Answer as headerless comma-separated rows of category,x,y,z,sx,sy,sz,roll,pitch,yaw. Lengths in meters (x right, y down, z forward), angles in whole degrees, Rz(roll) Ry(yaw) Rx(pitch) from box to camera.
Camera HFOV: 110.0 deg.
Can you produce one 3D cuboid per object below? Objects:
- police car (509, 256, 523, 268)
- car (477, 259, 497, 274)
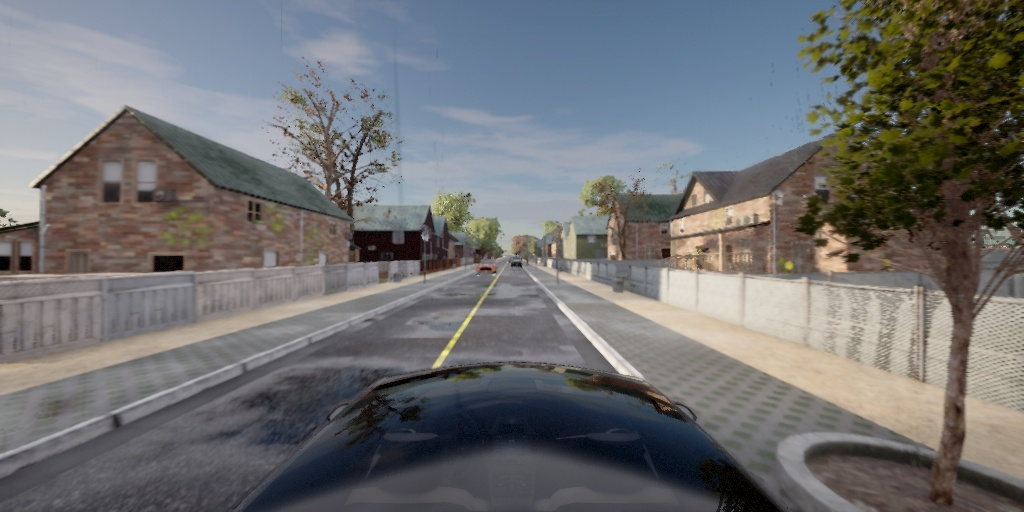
police car,0.827,1.177,61.756,1.930,1.638,5.238,0,0,0
car,-2.837,1.110,41.098,2.097,1.767,4.553,0,0,0
